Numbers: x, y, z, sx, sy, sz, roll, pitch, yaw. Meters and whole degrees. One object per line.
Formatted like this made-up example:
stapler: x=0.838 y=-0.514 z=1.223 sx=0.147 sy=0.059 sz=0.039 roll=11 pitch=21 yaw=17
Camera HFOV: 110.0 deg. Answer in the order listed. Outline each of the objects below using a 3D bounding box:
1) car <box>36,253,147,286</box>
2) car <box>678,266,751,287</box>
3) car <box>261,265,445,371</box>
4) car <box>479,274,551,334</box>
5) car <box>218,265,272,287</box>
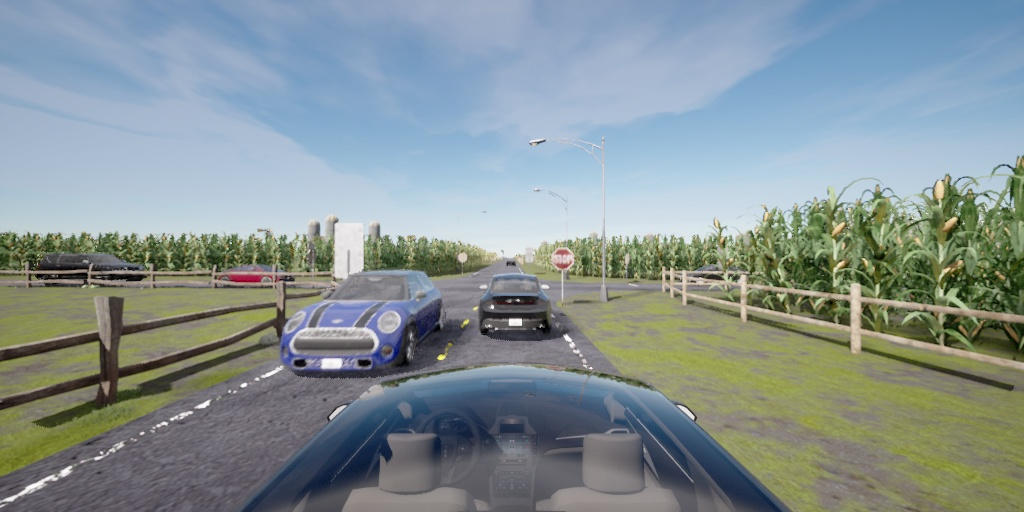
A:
car: x=-27.399 y=0.860 z=23.471 sx=5.566 sy=2.045 sz=2.150 roll=0 pitch=-1 yaw=0
car: x=14.720 y=1.428 z=26.111 sx=4.892 sy=1.490 sz=1.837 roll=0 pitch=-1 yaw=0
car: x=-2.874 y=1.117 z=7.920 sx=2.097 sy=1.767 sz=4.553 roll=0 pitch=0 yaw=-1
car: x=0.074 y=1.277 z=10.713 sx=1.837 sy=1.490 sz=4.892 roll=0 pitch=0 yaw=0
car: x=-16.576 y=1.258 z=23.387 sx=4.181 sy=1.385 sz=1.994 roll=0 pitch=-1 yaw=0
